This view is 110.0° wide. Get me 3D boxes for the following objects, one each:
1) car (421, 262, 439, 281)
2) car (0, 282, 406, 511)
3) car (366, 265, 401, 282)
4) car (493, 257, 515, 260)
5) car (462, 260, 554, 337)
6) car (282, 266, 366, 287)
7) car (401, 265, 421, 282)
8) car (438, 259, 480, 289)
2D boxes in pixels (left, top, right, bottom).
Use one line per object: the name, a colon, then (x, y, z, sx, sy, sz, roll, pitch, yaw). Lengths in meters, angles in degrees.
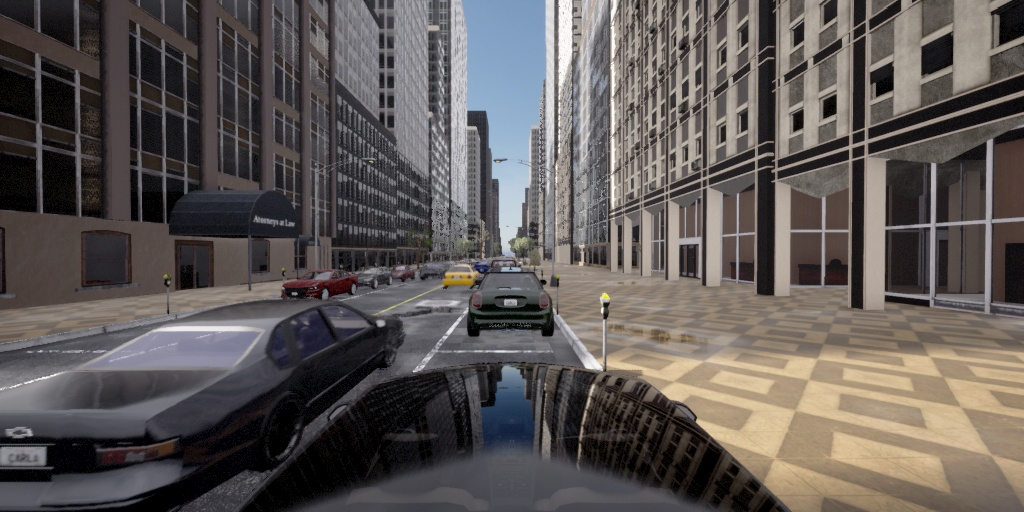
car: (-6.245, 1.292, 29.967, 2.033, 1.411, 5.357, 0, 0, 0)
car: (-3.047, 1.297, 4.747, 2.033, 1.411, 5.357, 0, 0, 0)
car: (-8.838, 1.297, 22.523, 2.007, 1.370, 4.403, 0, 0, 0)
car: (-0.457, 1.061, 22.523, 2.192, 1.841, 5.009, 0, 0, 0)
car: (-0.033, 1.101, 10.471, 2.097, 1.767, 4.553, 0, 0, 0)
car: (-8.837, 1.292, 16.839, 1.888, 1.381, 4.507, 0, 0, 0)
car: (-8.837, 1.327, 28.206, 1.802, 1.307, 4.207, 0, 0, 0)
car: (-3.146, 1.203, 23.002, 1.801, 1.575, 5.366, 0, 0, 0)
